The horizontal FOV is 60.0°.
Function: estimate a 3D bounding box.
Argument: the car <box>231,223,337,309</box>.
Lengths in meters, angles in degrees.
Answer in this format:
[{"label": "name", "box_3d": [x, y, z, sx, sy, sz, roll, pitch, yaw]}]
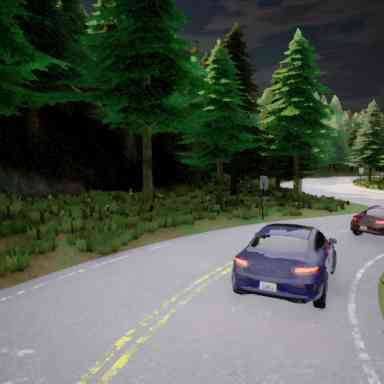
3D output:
[{"label": "car", "box_3d": [2.357, 1.486, 7.971, 1.812, 1.442, 4.674, 2, 2, 26]}]

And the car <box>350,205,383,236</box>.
[{"label": "car", "box_3d": [9.263, 1.336, 15.518, 4.674, 1.442, 1.812, -1, 5, -34]}]
